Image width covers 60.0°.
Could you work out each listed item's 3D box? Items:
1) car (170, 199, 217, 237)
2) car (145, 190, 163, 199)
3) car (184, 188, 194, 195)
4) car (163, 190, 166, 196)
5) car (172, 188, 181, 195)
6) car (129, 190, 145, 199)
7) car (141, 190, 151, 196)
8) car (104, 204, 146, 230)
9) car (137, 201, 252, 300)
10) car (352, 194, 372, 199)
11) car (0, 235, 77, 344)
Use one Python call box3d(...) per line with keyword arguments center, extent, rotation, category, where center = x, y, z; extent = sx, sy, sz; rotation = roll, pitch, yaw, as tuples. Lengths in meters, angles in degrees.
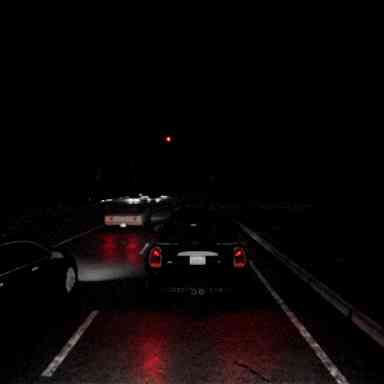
box3d(center=(0.091, 1.235, 17.481), extent=(2.128, 1.511, 4.902), rotation=(0, 1, 1), category="car")
box3d(center=(-7.067, 0.434, 62.311), extent=(1.882, 1.535, 5.008), rotation=(0, 1, 0), category="car")
box3d(center=(-0.530, -0.044, 86.282), extent=(1.812, 1.442, 4.674), rotation=(0, 1, -4), category="car")
box3d(center=(-7.193, 0.235, 77.727), extent=(1.895, 1.301, 4.718), rotation=(0, 1, -1), category="car")
box3d(center=(-4.006, -0.055, 85.786), extent=(1.837, 1.490, 4.892), rotation=(0, 1, -4), category="car")
box3d(center=(-10.566, 0.449, 62.285), extent=(2.128, 1.511, 4.902), rotation=(0, 1, 0), category="car")
box3d(center=(-10.692, 0.236, 77.656), extent=(1.895, 1.301, 4.718), rotation=(0, 1, -1), category="car")
box3d(center=(-3.403, 1.323, 18.665), extent=(1.895, 1.301, 4.718), rotation=(0, 1, 0), category="car")
box3d(center=(0.102, 1.250, 8.285), extent=(2.097, 1.767, 4.553), rotation=(0, 1, 0), category="car")
box3d(center=(20.657, 0.955, 39.817), extent=(4.718, 1.301, 1.895), rotation=(0, 1, -3), category="car")
box3d(center=(-3.396, 1.445, 5.310), extent=(1.837, 1.490, 4.892), rotation=(0, 1, 0), category="car")
